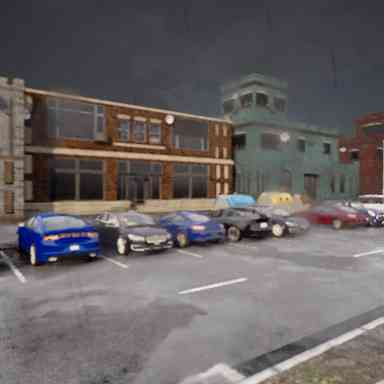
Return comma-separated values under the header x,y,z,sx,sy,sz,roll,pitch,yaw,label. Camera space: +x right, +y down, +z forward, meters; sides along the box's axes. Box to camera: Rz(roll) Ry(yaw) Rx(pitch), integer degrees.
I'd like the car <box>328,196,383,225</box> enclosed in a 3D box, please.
x,y,z,sx,sy,sz,roll,pitch,yaw,label
10.946,1.359,23.029,2.185,1.767,4.553,0,0,-35,car

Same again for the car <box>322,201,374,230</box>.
x,y,z,sx,sy,sz,roll,pitch,yaw,label
8.627,1.521,21.338,2.002,1.452,4.674,0,0,-35,car

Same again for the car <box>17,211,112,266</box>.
x,y,z,sx,sy,sz,roll,pitch,yaw,label
-4.861,1.483,11.749,2.097,1.535,5.008,0,0,-35,car

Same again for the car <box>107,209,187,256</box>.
x,y,z,sx,sy,sz,roll,pitch,yaw,label
-2.602,1.481,13.369,2.231,1.521,4.892,0,0,-35,car

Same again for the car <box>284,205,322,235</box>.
x,y,z,sx,sy,sz,roll,pitch,yaw,label
4.092,1.479,18.127,2.231,1.521,4.892,0,0,-35,car

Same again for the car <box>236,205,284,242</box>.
x,y,z,sx,sy,sz,roll,pitch,yaw,label
1.813,1.507,16.535,2.163,1.488,4.792,0,0,-35,car

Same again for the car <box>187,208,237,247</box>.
x,y,z,sx,sy,sz,roll,pitch,yaw,label
-0.434,1.519,14.899,2.002,1.452,4.674,0,0,-35,car
